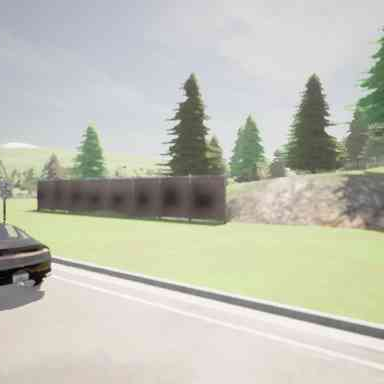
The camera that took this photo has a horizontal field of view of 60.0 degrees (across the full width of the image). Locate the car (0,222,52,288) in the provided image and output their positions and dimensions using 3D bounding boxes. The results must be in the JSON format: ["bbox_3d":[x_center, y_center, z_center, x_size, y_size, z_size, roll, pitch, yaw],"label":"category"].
[{"bbox_3d":[-5.299,1.452,7.923,4.902,1.511,2.128,0,0,36],"label":"car"}]
